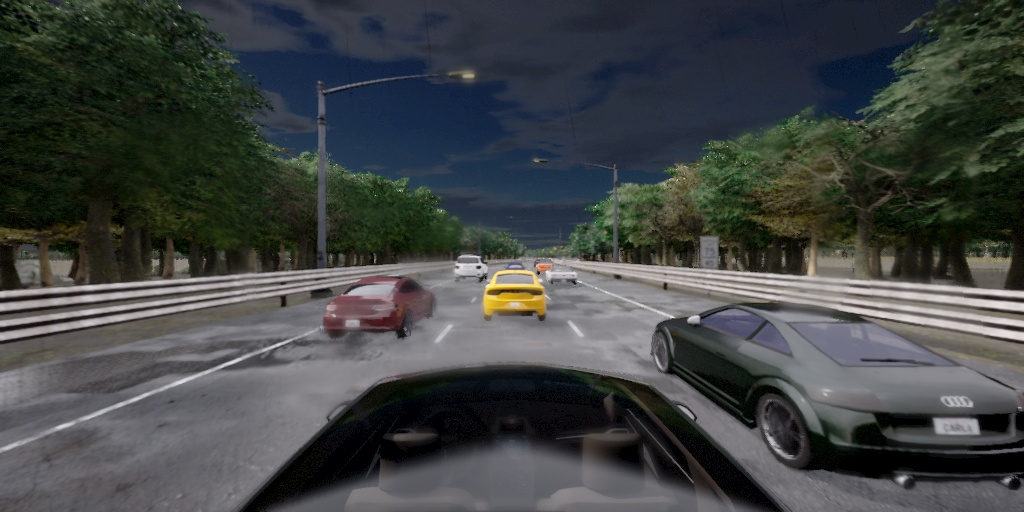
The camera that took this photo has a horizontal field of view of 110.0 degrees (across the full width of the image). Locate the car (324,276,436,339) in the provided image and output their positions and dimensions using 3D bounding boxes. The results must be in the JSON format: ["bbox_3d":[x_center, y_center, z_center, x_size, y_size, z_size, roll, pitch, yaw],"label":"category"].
[{"bbox_3d":[-3.414,1.280,9.975,1.812,1.442,4.674,0,0,0],"label":"car"}]

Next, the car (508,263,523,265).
[{"bbox_3d":[0.296,1.325,31.098,1.812,1.442,4.674,0,0,1],"label":"car"}]

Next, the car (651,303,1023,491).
[{"bbox_3d":[3.500,1.313,4.827,1.994,1.385,4.181,0,0,0],"label":"car"}]

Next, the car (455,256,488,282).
[{"bbox_3d":[-3.239,1.015,29.392,2.150,2.045,5.566,0,0,1],"label":"car"}]

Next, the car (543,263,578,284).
[{"bbox_3d":[3.613,1.386,26.889,1.895,1.301,4.718,0,0,1],"label":"car"}]

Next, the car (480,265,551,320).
[{"bbox_3d":[0.104,1.234,12.678,1.882,1.535,5.008,0,0,0],"label":"car"}]

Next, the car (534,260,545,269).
[{"bbox_3d":[4.906,1.488,64.603,1.837,1.490,4.892,0,0,3],"label":"car"}]

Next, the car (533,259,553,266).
[{"bbox_3d":[3.985,1.197,42.762,2.097,1.767,4.553,0,0,2],"label":"car"}]
